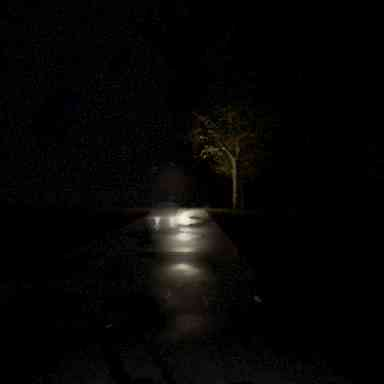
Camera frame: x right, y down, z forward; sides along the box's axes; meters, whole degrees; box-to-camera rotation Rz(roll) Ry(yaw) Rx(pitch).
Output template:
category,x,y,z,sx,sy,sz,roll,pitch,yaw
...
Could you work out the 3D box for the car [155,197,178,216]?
category,x,y,z,sx,sy,sz,roll,pitch,yaw
car,-2.763,1.546,37.042,2.150,2.045,5.566,0,-1,0
